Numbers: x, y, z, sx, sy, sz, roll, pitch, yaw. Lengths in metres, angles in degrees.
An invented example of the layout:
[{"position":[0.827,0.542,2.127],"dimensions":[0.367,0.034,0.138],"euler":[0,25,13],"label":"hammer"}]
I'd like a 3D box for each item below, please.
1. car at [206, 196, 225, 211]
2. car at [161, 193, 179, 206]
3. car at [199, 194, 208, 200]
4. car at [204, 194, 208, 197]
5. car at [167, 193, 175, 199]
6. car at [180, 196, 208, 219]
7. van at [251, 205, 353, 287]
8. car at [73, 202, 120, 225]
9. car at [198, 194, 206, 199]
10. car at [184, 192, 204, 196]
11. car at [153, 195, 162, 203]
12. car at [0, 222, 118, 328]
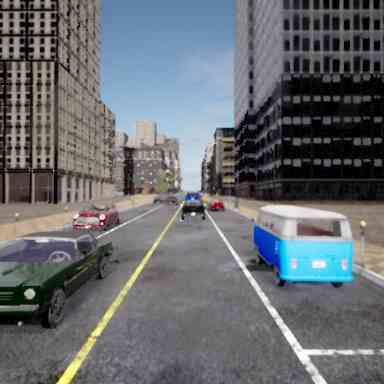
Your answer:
[{"position":[2.707,1.403,36.806],"dimensions":[1.802,1.307,4.206],"euler":[1,0,0],"label":"car"},{"position":[-3.061,1.266,49.748],"dimensions":[1.837,1.490,4.892],"euler":[0,0,0],"label":"car"},{"position":[2.713,1.163,79.897],"dimensions":[1.887,1.381,4.507],"euler":[1,0,0],"label":"car"},{"position":[2.711,1.219,63.748],"dimensions":[1.752,1.417,4.829],"euler":[1,0,0],"label":"car"},{"position":[-5.667,1.113,90.758],"dimensions":[1.887,1.381,4.507],"euler":[1,0,0],"label":"car"},{"position":[0.103,1.373,26.990],"dimensions":[1.837,1.490,4.892],"euler":[0,0,0],"label":"car"},{"position":[2.708,1.297,8.918],"dimensions":[1.690,1.788,3.998],"euler":[1,0,0],"label":"van"},{"position":[-5.640,1.343,19.947],"dimensions":[1.967,1.590,4.097],"euler":[1,0,0],"label":"car"},{"position":[2.713,1.134,90.776],"dimensions":[1.947,1.339,4.313],"euler":[1,0,0],"label":"car"},{"position":[0.105,0.998,46.299],"dimensions":[2.150,2.045,5.566],"euler":[0,0,0],"label":"car"},{"position":[-5.671,1.287,58.084],"dimensions":[1.947,1.339,4.313],"euler":[1,0,0],"label":"car"},{"position":[-3.100,1.566,7.020],"dimensions":[1.895,1.301,4.718],"euler":[0,0,0],"label":"car"}]
